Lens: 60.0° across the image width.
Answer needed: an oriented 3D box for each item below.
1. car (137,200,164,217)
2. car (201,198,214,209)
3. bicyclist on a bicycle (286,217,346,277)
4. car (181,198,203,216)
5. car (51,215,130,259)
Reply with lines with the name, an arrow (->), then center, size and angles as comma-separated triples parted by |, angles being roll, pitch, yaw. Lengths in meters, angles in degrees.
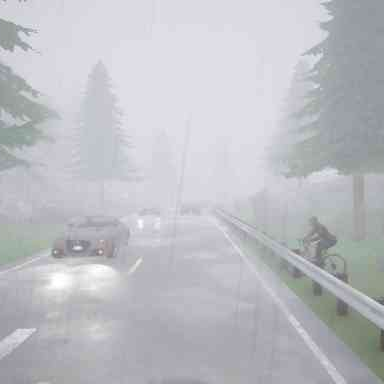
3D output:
car -> -3.796, 1.525, 31.014 | 1.812, 1.442, 4.674 | 0, 0, -1
car -> 1.535, 1.526, 44.833 | 1.812, 1.442, 4.674 | 0, 0, 23
bicyclist on a bicycle -> 3.327, 1.489, 8.837 | 1.656, 1.620, 0.582 | 4, 0, -2
car -> -0.168, 1.601, 33.127 | 1.895, 1.301, 4.718 | 0, 0, -1
car -> -3.571, 1.564, 12.404 | 1.994, 1.385, 4.181 | 0, 0, 0
